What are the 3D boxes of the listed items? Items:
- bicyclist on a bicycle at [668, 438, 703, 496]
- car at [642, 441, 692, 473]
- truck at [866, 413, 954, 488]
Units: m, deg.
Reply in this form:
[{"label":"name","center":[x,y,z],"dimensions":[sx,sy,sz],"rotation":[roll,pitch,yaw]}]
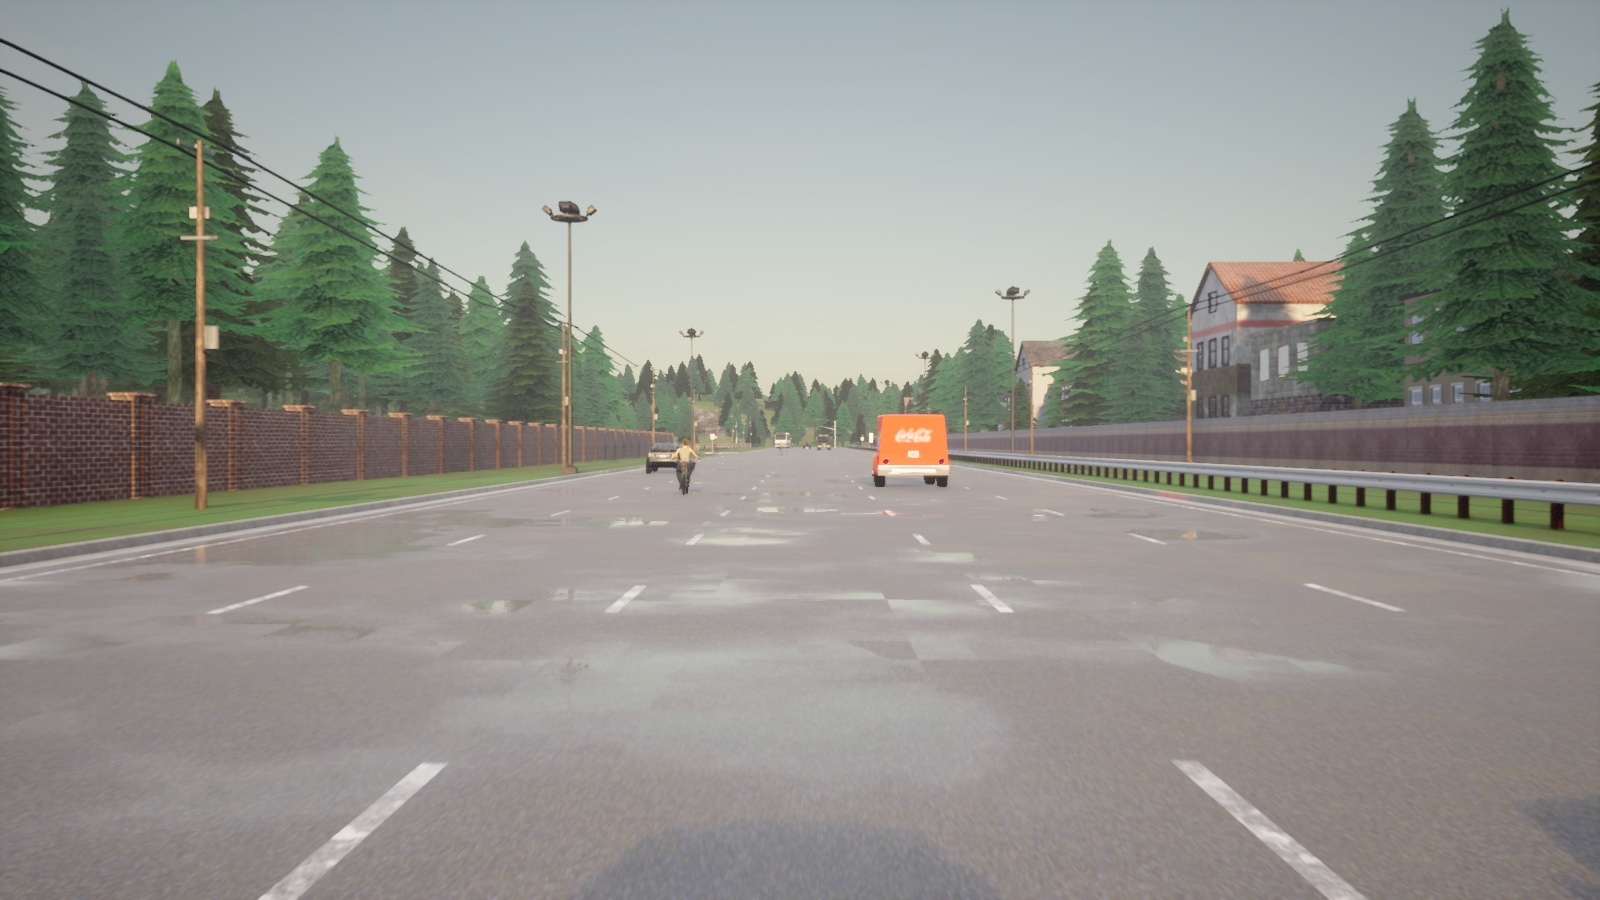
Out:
[{"label":"bicyclist on a bicycle","center":[-3.288,0.477,36.150],"dimensions":[0.866,1.612,1.509],"rotation":[0,0,1]},{"label":"car","center":[-6.632,0.332,63.153],"dimensions":[2.007,1.525,4.514],"rotation":[0,0,0]},{"label":"truck","center":[3.761,0.015,43.895],"dimensions":[2.627,2.467,5.204],"rotation":[0,0,0]}]
